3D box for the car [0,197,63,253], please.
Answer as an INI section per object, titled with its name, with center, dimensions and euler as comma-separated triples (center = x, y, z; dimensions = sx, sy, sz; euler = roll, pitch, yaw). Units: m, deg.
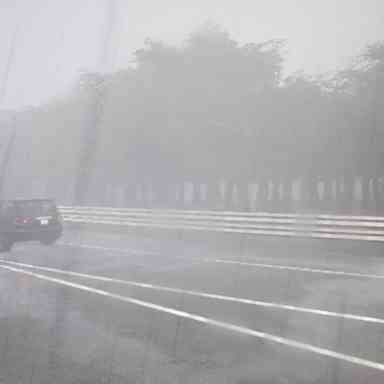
[car]
center = -7.817, 1.227, 13.984
dimensions = 5.566, 2.045, 2.150
euler = 0, 0, 33
